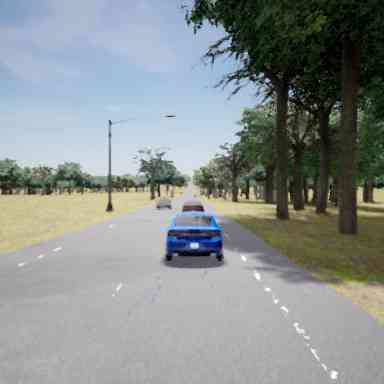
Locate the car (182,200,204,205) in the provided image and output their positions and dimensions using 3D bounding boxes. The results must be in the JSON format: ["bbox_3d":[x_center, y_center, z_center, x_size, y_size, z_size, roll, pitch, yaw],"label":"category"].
[{"bbox_3d":[0.087,1.459,29.952,1.882,1.535,5.008,0,0,0],"label":"car"}]

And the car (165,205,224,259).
[{"bbox_3d":[0.081,1.467,12.514,1.882,1.535,5.008,0,0,0],"label":"car"}]

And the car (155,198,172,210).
[{"bbox_3d":[-3.591,1.513,42.858,1.812,1.442,4.674,0,0,0],"label":"car"}]
